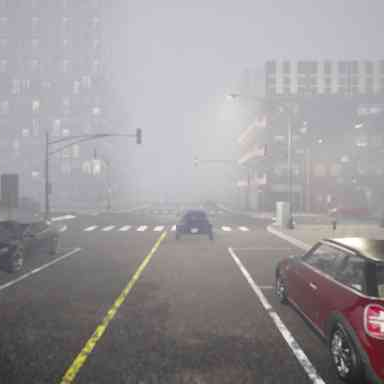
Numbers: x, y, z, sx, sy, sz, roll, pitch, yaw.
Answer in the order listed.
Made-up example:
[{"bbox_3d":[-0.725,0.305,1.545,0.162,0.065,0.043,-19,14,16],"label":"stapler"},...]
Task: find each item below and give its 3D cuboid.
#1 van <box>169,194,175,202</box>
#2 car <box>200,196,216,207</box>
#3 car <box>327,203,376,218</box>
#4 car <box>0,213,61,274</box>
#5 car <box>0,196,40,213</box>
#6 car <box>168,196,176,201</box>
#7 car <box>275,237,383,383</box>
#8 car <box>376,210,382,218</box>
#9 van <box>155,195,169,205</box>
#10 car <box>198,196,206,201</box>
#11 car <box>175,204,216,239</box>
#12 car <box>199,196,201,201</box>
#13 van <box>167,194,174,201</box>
[{"bbox_3d":[-5.716,1.524,82.906,1.690,1.788,3.998,0,0,0],"label":"van"},{"bbox_3d":[2.675,1.672,50.325,1.947,1.339,4.313,0,0,0],"label":"car"},{"bbox_3d":[16.018,1.828,34.136,4.097,1.590,1.967,1,-1,-1],"label":"car"},{"bbox_3d":[-5.695,1.587,10.677,1.947,1.339,4.313,0,0,0],"label":"car"},{"bbox_3d":[-16.816,1.123,31.148,4.553,1.767,2.097,1,0,0],"label":"car"},{"bbox_3d":[-5.718,1.762,94.214,2.008,1.369,4.403,0,0,0],"label":"car"},{"bbox_3d":[2.686,1.451,5.434,1.967,1.590,4.097,0,0,0],"label":"car"},{"bbox_3d":[21.369,2.014,34.196,4.829,1.417,1.752,1,-1,-1],"label":"car"},{"bbox_3d":[-5.710,1.470,60.289,1.690,1.788,3.998,0,0,0],"label":"van"},{"bbox_3d":[2.663,1.742,88.562,1.887,1.381,4.507,0,0,0],"label":"car"},{"bbox_3d":[0.141,1.560,17.303,1.812,1.442,4.674,0,0,1],"label":"car"},{"bbox_3d":[2.671,1.674,60.292,1.887,1.381,4.507,0,0,0],"label":"car"},{"bbox_3d":[-5.718,1.538,88.560,1.690,1.788,3.998,0,0,0],"label":"van"}]
